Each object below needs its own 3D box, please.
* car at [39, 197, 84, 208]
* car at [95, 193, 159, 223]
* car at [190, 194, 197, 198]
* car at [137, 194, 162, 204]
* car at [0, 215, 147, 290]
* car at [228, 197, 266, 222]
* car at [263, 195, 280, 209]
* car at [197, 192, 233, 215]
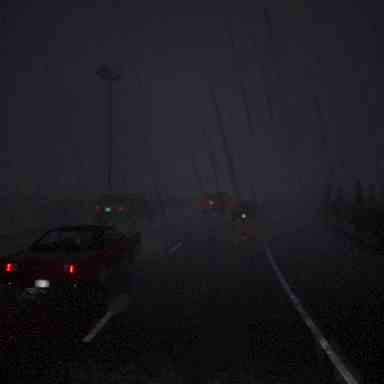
[{"bbox_3d":[-12.262,1.240,31.515,1.882,1.535,5.008,0,0,18],"label":"car"},{"bbox_3d":[-4.077,1.072,21.272,2.150,2.045,5.566,0,0,14],"label":"car"},{"bbox_3d":[0.840,1.161,58.280,1.812,1.442,4.674,0,0,19],"label":"car"},{"bbox_3d":[-7.194,1.109,56.573,2.128,1.511,4.902,0,0,20],"label":"car"},{"bbox_3d":[-2.769,1.535,8.885,1.895,1.301,4.718,0,0,6],"label":"car"},{"bbox_3d":[4.171,1.357,24.660,1.837,1.490,4.892,0,0,17],"label":"car"},{"bbox_3d":[9.485,1.118,40.323,2.097,1.767,4.553,0,0,19],"label":"car"},{"bbox_3d":[2.531,1.028,31.031,2.150,2.045,5.566,0,0,19],"label":"car"}]
